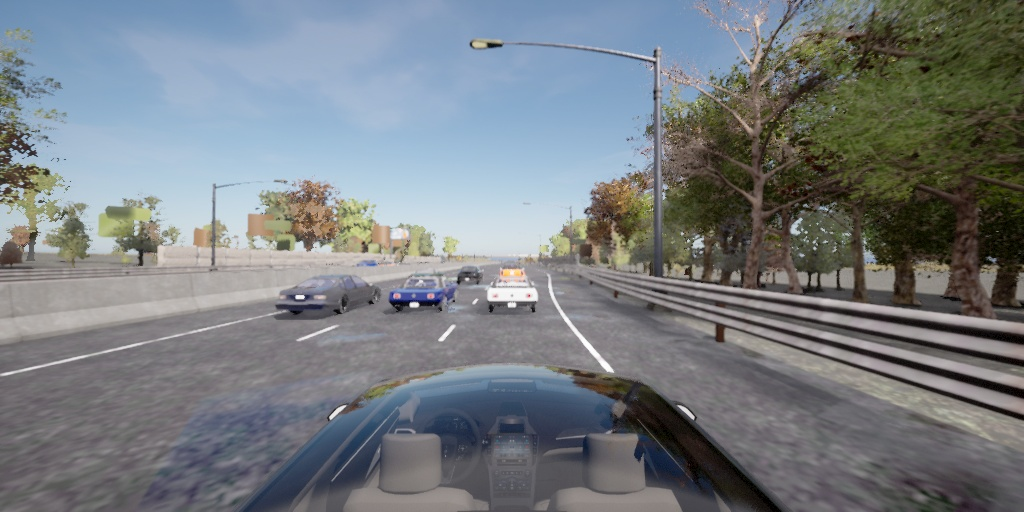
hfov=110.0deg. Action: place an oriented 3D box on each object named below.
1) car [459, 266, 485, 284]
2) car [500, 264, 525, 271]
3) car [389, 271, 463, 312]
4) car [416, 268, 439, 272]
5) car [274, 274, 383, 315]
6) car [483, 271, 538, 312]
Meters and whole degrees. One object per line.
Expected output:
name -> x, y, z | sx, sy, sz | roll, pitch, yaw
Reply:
car -> -3.473, 1.572, 30.348 | 1.837, 1.490, 4.892 | 0, 0, 1
car -> 0.027, 1.415, 30.262 | 2.097, 1.767, 4.553 | 0, -1, 1
car -> -3.479, 1.495, 15.085 | 1.895, 1.301, 4.718 | 0, -1, 1
car -> -6.977, 1.663, 30.087 | 1.895, 1.301, 4.718 | 0, -1, 0
car -> -6.988, 1.434, 14.352 | 2.033, 1.411, 5.357 | 0, -1, 0
car -> 0.021, 1.495, 15.090 | 1.895, 1.301, 4.718 | 0, -1, 1
